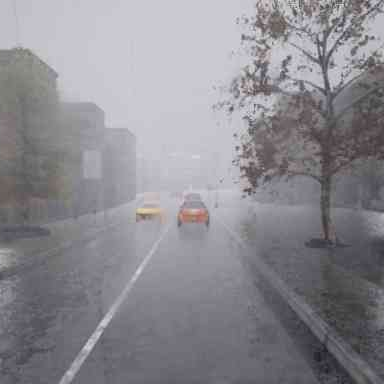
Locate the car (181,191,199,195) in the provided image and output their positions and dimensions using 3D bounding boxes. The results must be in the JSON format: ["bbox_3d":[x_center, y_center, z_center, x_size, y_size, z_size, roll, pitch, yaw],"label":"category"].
[{"bbox_3d":[0.104,1.144,42.664,2.150,2.045,5.566,0,1,0],"label":"car"}]

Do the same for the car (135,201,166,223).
[{"bbox_3d":[-3.095,1.464,25.485,1.882,1.535,5.008,0,0,0],"label":"car"}]

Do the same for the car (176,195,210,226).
[{"bbox_3d":[0.102,1.340,23.417,2.097,1.767,4.553,0,0,0],"label":"car"}]

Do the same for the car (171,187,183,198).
[{"bbox_3d":[-3.001,0.068,66.327,2.150,2.045,5.566,0,4,0],"label":"car"}]
